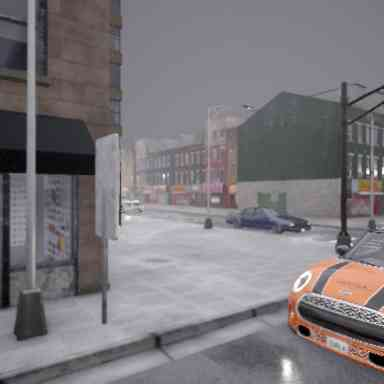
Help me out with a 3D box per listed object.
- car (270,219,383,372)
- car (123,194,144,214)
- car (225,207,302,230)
[{"bbox_3d":[3.698,1.388,5.592,4.553,1.767,2.097,0,0,-36],"label":"car"},{"bbox_3d":[-7.170,1.213,35.607,2.150,2.045,5.566,0,0,-36],"label":"car"},{"bbox_3d":[4.301,1.601,19.679,2.033,1.411,5.357,0,0,-36],"label":"car"}]
